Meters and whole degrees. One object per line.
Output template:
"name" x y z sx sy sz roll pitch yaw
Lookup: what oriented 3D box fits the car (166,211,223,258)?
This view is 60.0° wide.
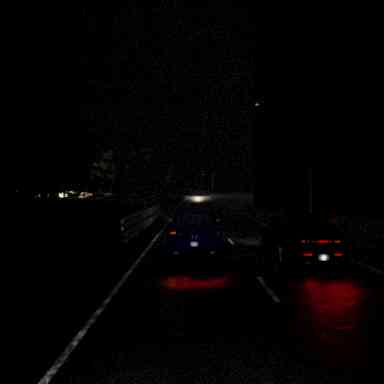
"car" 0.087 1.464 12.811 1.882 1.535 5.008 0 0 0

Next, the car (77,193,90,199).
"car" -27.176 0.976 83.678 4.181 1.385 1.994 1 1 44

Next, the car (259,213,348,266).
"car" 3.571 1.494 11.395 1.837 1.490 4.892 0 0 0
